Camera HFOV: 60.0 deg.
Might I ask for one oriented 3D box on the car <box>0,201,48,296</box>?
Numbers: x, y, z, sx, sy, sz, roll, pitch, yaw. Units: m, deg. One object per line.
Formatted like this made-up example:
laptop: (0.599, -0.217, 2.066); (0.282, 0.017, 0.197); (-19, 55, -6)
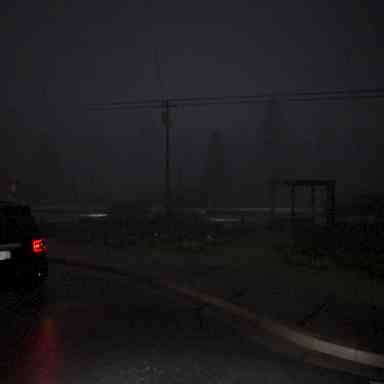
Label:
car: (-5.470, 1.220, 7.516); (5.566, 2.045, 2.150); (0, 0, 38)

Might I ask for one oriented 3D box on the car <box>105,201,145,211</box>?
car: (-6.111, 1.558, 31.527); (4.181, 1.385, 1.994); (0, 0, 10)

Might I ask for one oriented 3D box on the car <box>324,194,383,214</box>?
car: (14.072, 1.223, 27.749); (5.566, 2.045, 2.150); (0, 0, 11)

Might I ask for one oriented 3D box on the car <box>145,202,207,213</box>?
car: (-1.085, 1.521, 26.936); (4.674, 1.442, 1.812); (0, 0, 10)
